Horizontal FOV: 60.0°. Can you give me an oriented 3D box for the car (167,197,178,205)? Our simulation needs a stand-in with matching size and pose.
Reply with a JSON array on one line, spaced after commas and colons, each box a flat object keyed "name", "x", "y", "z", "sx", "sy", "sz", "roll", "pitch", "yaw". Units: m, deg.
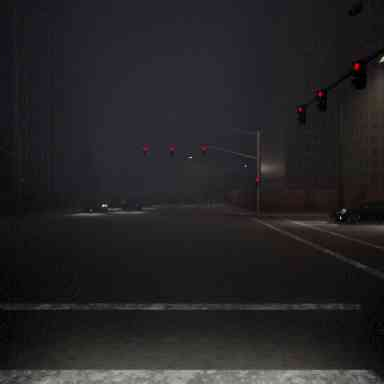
[{"name": "car", "x": -3.528, "y": 1.547, "z": 60.271, "sx": 2.033, "sy": 1.411, "sz": 5.357, "roll": 0, "pitch": 0, "yaw": 0}]

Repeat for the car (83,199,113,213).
[{"name": "car", "x": -10.713, "y": 1.547, "z": 37.507, "sx": 2.033, "sy": 1.411, "sz": 5.357, "roll": 0, "pitch": 0, "yaw": -3}]

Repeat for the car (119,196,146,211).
[{"name": "car", "x": -7.163, "y": 1.526, "z": 40.501, "sx": 1.812, "sy": 1.442, "sz": 4.674, "roll": 0, "pitch": 0, "yaw": -1}]

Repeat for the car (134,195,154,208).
[{"name": "car", "x": -7.193, "y": 1.526, "z": 49.595, "sx": 1.812, "sy": 1.442, "sz": 4.674, "roll": 0, "pitch": 0, "yaw": 0}]

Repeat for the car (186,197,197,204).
[{"name": "car", "x": -0.134, "y": 1.564, "z": 64.902, "sx": 1.994, "sy": 1.385, "sz": 4.181, "roll": 0, "pitch": 0, "yaw": 0}]

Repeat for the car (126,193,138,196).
[{"name": "car", "x": -10.678, "y": 1.221, "z": 58.272, "sx": 2.150, "sy": 2.045, "sz": 5.566, "roll": 0, "pitch": 0, "yaw": 0}]

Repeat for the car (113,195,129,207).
[{"name": "car", "x": -10.695, "y": 1.547, "z": 47.582, "sx": 2.033, "sy": 1.411, "sz": 5.357, "roll": 0, "pitch": 0, "yaw": 0}]

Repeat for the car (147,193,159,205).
[{"name": "car", "x": -7.168, "y": 1.221, "z": 60.122, "sx": 2.150, "sy": 2.045, "sz": 5.566, "roll": 0, "pitch": 0, "yaw": 1}]

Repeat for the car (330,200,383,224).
[{"name": "car", "x": 12.364, "y": 1.352, "z": 23.844, "sx": 4.553, "sy": 1.767, "sz": 2.097, "roll": 0, "pitch": 0, "yaw": 0}]
